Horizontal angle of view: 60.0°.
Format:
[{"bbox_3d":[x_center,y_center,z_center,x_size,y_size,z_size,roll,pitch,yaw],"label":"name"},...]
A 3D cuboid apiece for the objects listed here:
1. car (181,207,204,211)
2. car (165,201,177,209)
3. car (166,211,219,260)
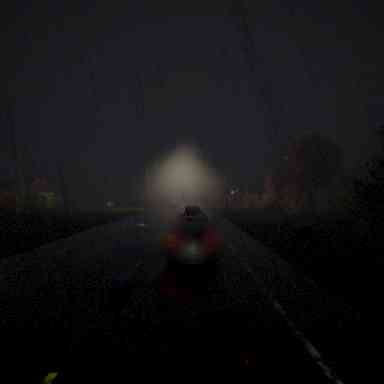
[{"bbox_3d":[0.040,1.874,27.265,1.994,1.385,4.181,0,-1,0],"label":"car"},{"bbox_3d":[-3.571,2.258,56.704,1.895,1.301,4.718,0,-1,0],"label":"car"},{"bbox_3d":[0.045,1.672,12.937,1.812,1.442,4.674,0,0,1],"label":"car"}]
